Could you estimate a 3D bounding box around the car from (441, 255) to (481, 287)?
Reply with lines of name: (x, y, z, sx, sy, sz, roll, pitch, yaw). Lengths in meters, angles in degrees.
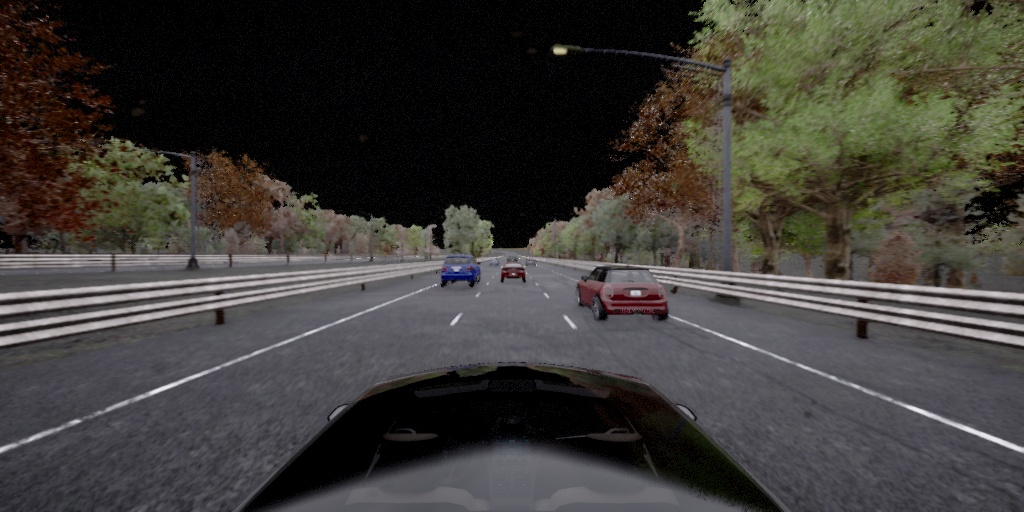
car: (-3.404, 0.962, 24.617, 2.150, 2.045, 5.566, 0, 0, 0)

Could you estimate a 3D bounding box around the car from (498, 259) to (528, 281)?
car: (0.095, 1.217, 29.433, 1.882, 1.535, 5.008, 0, 0, 0)

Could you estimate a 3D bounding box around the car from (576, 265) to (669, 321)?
car: (3.597, 1.099, 12.540, 2.097, 1.767, 4.553, 0, 0, 0)
